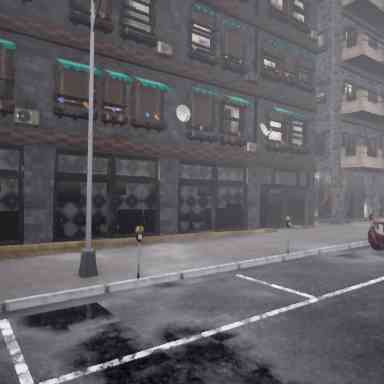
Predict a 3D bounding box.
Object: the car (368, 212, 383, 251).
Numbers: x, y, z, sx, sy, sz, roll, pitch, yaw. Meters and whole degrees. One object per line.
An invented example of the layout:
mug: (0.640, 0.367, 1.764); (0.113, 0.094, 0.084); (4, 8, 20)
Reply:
car: (8.863, 1.317, 12.859); (5.009, 1.841, 2.192); (0, 1, -35)
